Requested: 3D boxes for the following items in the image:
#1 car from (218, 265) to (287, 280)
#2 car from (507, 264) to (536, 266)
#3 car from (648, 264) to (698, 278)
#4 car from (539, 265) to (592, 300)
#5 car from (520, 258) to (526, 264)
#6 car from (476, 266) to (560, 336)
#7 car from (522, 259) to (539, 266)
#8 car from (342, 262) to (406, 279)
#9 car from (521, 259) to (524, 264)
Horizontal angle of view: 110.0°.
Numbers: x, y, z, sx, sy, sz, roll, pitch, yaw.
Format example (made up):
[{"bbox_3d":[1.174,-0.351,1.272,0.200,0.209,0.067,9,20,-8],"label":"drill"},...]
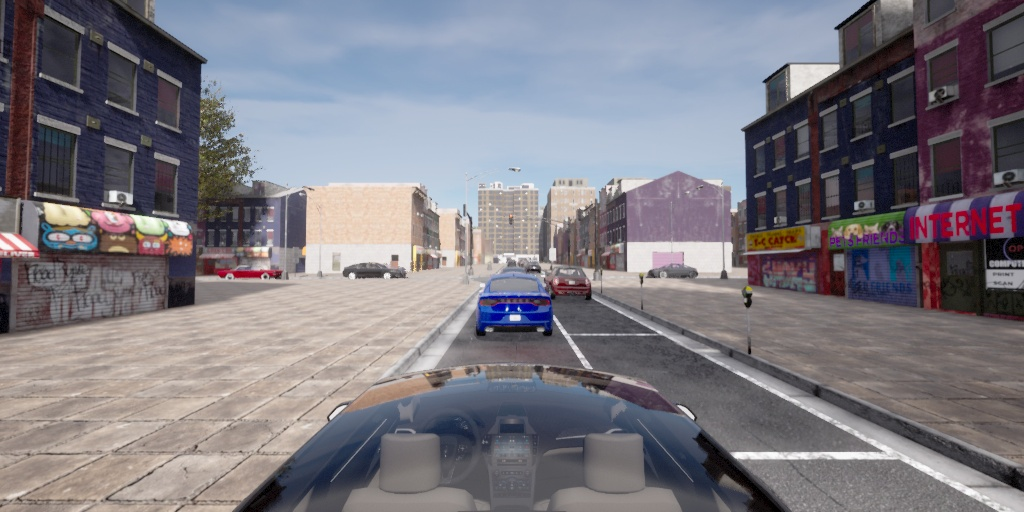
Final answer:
[{"bbox_3d":[-21.506,1.432,29.929,4.718,1.301,1.895,-1,-2,0],"label":"car"},{"bbox_3d":[0.098,1.289,18.022,1.812,1.442,4.674,0,0,0],"label":"car"},{"bbox_3d":[14.605,1.374,32.653,4.181,1.385,1.994,0,-2,0],"label":"car"},{"bbox_3d":[2.635,1.203,17.822,1.967,1.591,4.097,0,0,0],"label":"car"},{"bbox_3d":[2.634,1.438,55.609,1.751,1.417,4.829,0,0,0],"label":"car"},{"bbox_3d":[0.039,1.232,10.479,1.882,1.535,5.008,0,0,-1],"label":"car"},{"bbox_3d":[2.634,1.412,44.566,1.948,1.339,4.313,0,0,0],"label":"car"},{"bbox_3d":[-11.508,1.265,29.881,4.892,1.490,1.837,0,-2,2],"label":"car"},{"bbox_3d":[2.634,1.443,50.002,1.948,1.339,4.313,0,0,0],"label":"car"}]
